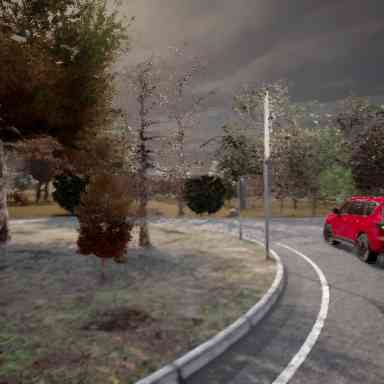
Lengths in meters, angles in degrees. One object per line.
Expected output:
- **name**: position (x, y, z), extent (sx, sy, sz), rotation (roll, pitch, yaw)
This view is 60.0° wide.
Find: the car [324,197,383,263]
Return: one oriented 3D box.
- **car**: position (6.521, 1.180, 11.830), extent (2.150, 2.045, 5.566), rotation (0, 0, 5)
